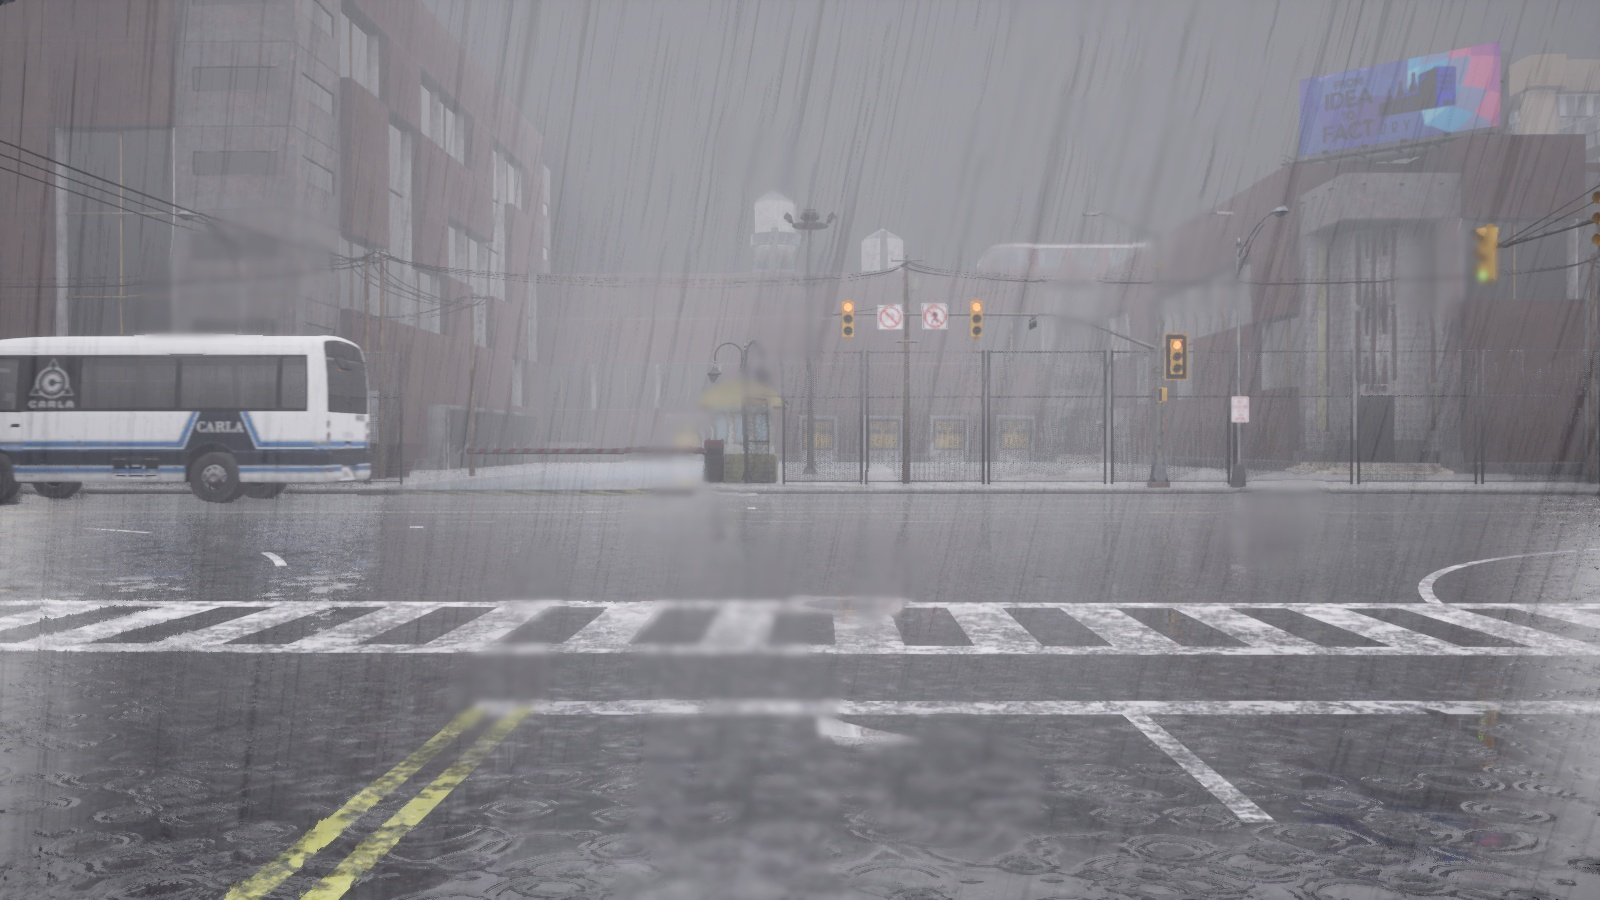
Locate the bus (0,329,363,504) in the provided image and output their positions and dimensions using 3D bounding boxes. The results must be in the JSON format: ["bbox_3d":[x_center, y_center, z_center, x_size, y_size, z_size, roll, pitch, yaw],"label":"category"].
[{"bbox_3d":[-17.178,-0.828,32.599,10.273,4.253,3.944,0,0,1],"label":"bus"}]
